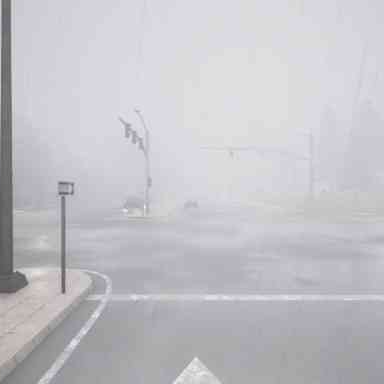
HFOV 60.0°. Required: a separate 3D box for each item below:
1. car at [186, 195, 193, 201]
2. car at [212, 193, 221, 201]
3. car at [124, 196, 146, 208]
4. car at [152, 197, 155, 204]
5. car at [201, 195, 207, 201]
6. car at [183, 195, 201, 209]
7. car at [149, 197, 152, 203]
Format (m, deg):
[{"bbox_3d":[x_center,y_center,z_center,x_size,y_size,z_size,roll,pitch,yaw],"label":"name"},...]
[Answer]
[{"bbox_3d":[-0.693,1.500,85.801,1.837,1.490,4.892,0,0,-1],"label":"car"},{"bbox_3d":[6.307,1.225,85.865,2.150,2.045,5.566,0,0,-1],"label":"car"},{"bbox_3d":[-8.220,1.352,46.712,2.097,1.767,4.553,0,0,-1],"label":"car"},{"bbox_3d":[-8.430,1.601,65.690,1.895,1.301,4.718,0,0,0],"label":"car"},{"bbox_3d":[2.807,1.524,85.860,1.812,1.442,4.674,0,0,-1],"label":"car"},{"bbox_3d":[-0.094,1.525,44.757,1.812,1.442,4.674,0,0,-1],"label":"car"},{"bbox_3d":[-8.340,1.505,55.746,1.837,1.490,4.892,0,0,-1],"label":"car"}]
